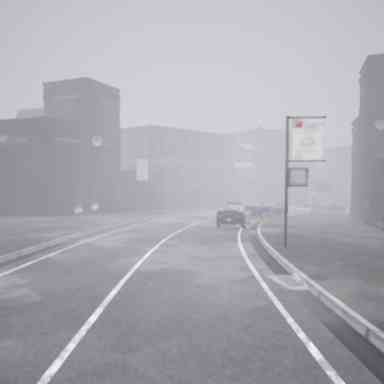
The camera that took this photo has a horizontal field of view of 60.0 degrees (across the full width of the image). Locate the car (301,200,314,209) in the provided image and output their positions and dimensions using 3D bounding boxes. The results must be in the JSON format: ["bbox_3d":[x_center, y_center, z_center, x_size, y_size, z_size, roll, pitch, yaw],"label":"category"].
[{"bbox_3d":[19.620,2.033,53.761,4.181,1.385,1.994,2,2,-34],"label":"car"}]

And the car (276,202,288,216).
[{"bbox_3d":[9.121,1.790,36.824,1.812,1.442,4.674,3,1,33],"label":"car"}]

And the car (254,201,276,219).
[{"bbox_3d":[6.291,1.662,31.897,1.882,1.535,5.008,2,0,26],"label":"car"}]

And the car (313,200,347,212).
[{"bbox_3d":[21.532,2.224,50.976,5.357,1.411,2.033,2,2,-35],"label":"car"}]

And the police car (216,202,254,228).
[{"bbox_3d":[2.951,1.519,23.156,1.930,1.638,5.238,1,0,15],"label":"police car"}]
